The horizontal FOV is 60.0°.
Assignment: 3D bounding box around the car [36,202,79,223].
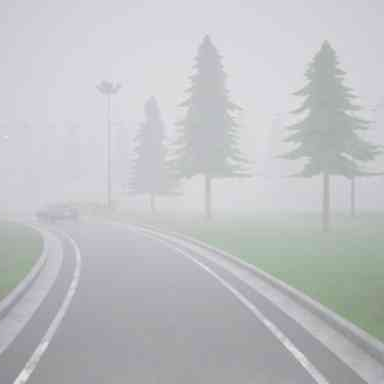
[{"bbox_3d":[-9.869,1.435,24.341,1.994,1.385,4.181,-1,1,-40],"label":"car"}]
